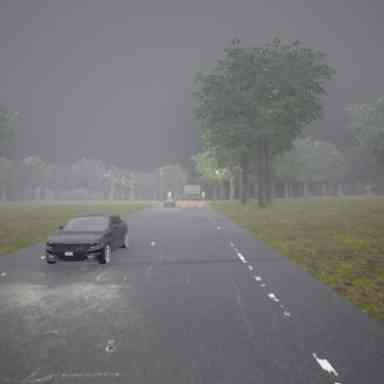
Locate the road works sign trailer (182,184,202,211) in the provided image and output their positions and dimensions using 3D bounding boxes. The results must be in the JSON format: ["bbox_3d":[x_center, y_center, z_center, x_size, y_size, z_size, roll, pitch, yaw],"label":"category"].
[{"bbox_3d":[0.012,0.683,45.258,2.380,3.560,2.880,0,0,-1],"label":"road works sign trailer"}]

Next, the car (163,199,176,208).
[{"bbox_3d":[-3.569,1.787,53.102,1.812,1.442,4.674,0,0,0],"label":"car"}]

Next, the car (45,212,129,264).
[{"bbox_3d":[-3.599,1.538,12.219,1.882,1.535,5.008,0,0,0],"label":"car"}]
